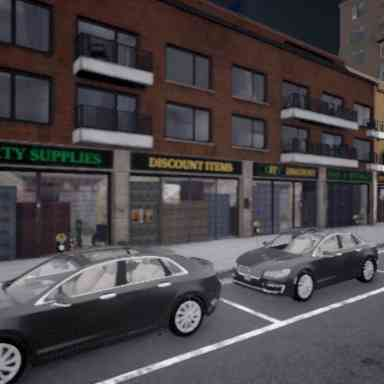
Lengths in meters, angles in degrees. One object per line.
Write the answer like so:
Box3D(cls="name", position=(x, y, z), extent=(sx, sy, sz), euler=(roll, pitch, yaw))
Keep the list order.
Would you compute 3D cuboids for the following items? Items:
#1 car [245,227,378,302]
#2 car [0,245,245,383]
Box3D(cls="car", position=(2.958, 1.599, 8.298), extent=(4.403, 1.369, 2.008), euler=(0, 0, -36))
Box3D(cls="car", position=(-1.534, 1.562, 5.092), extent=(4.403, 1.369, 2.008), euler=(0, 0, -36))
